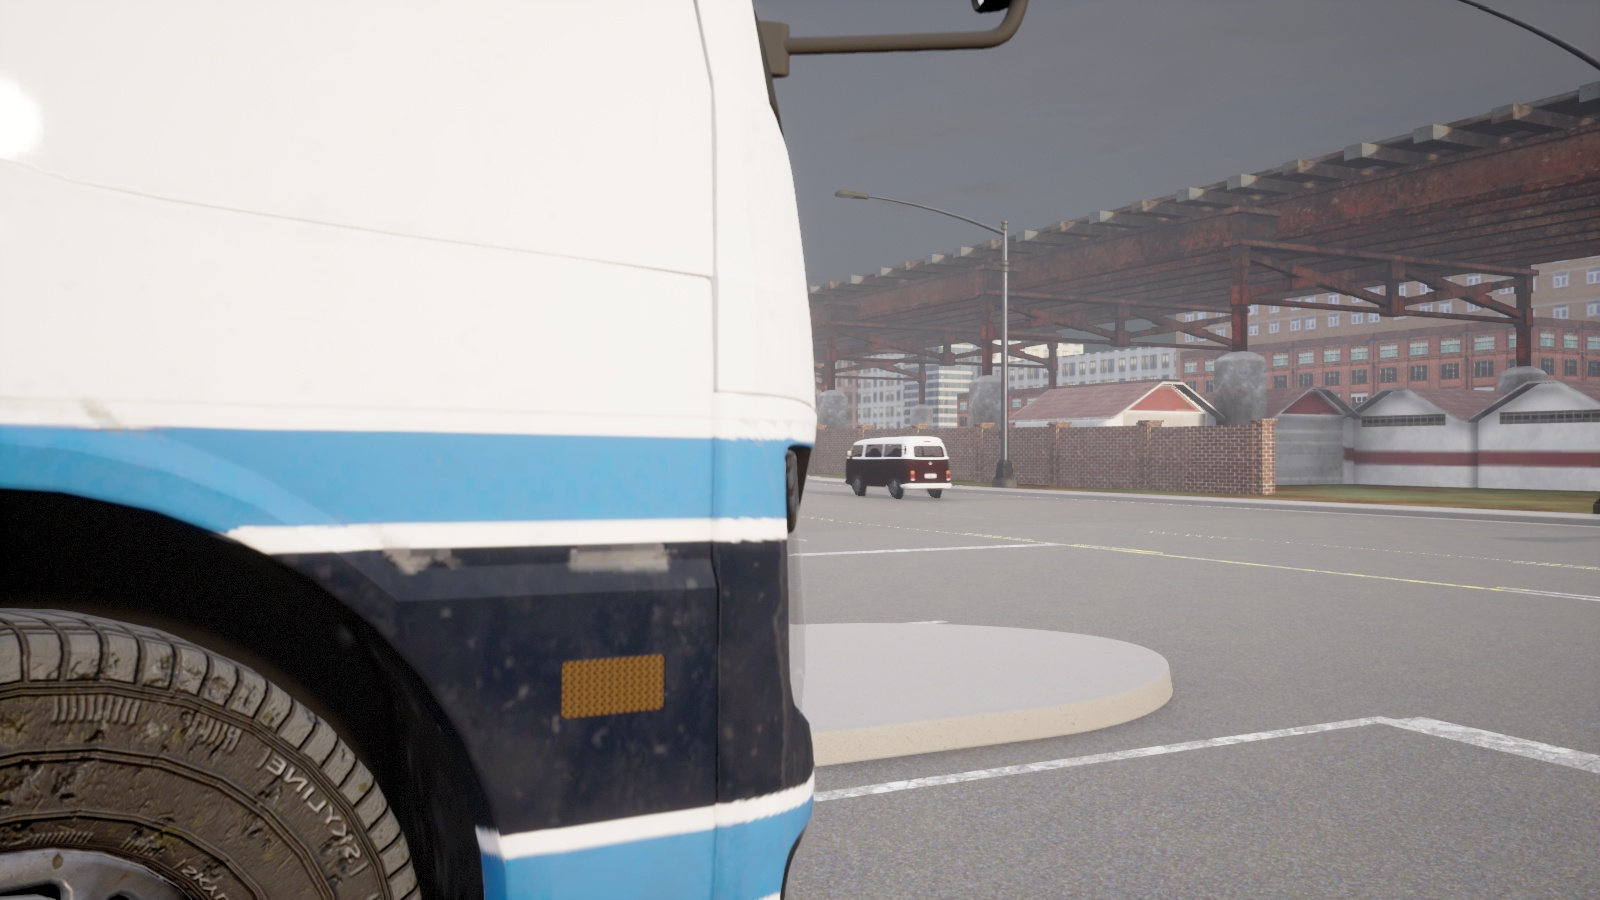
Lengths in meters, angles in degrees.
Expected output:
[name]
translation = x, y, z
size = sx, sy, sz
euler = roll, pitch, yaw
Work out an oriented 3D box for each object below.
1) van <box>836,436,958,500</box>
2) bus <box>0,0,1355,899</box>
[van]
translation = 3.206, 0.563, 42.353
size = 2.069, 2.038, 4.480
euler = 0, 0, -27
[bus]
translation = -4.436, -0.619, 1.366
size = 10.273, 4.253, 3.944
euler = 1, -1, -30
